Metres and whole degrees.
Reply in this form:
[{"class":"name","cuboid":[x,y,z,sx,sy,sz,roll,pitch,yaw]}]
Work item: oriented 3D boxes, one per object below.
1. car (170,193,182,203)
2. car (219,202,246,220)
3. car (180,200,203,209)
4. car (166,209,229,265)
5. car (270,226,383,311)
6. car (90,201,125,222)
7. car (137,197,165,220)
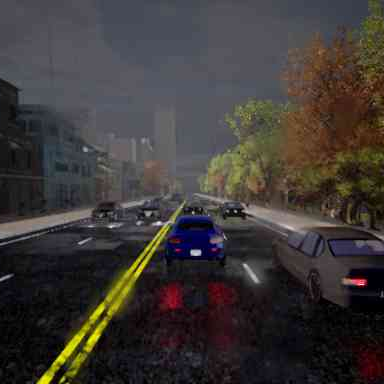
[{"class":"car","cuboid":[-3.240,1.151,69.166,2.150,2.045,5.566,0,0,0]},{"class":"car","cuboid":[3.354,1.526,28.090,2.033,1.411,5.357,0,0,0]},{"class":"car","cuboid":[0.106,1.576,32.344,1.895,1.301,4.718,0,0,0]},{"class":"car","cuboid":[0.115,1.517,11.543,1.812,1.442,4.674,0,0,0]},{"class":"car","cuboid":[3.351,1.541,8.012,2.033,1.411,5.357,0,0,0]},{"class":"car","cuboid":[-6.593,1.485,26.406,1.837,1.490,4.892,0,0,0]},{"class":"car","cuboid":[-3.342,1.470,27.785,2.128,1.511,4.902,0,0,0]}]
